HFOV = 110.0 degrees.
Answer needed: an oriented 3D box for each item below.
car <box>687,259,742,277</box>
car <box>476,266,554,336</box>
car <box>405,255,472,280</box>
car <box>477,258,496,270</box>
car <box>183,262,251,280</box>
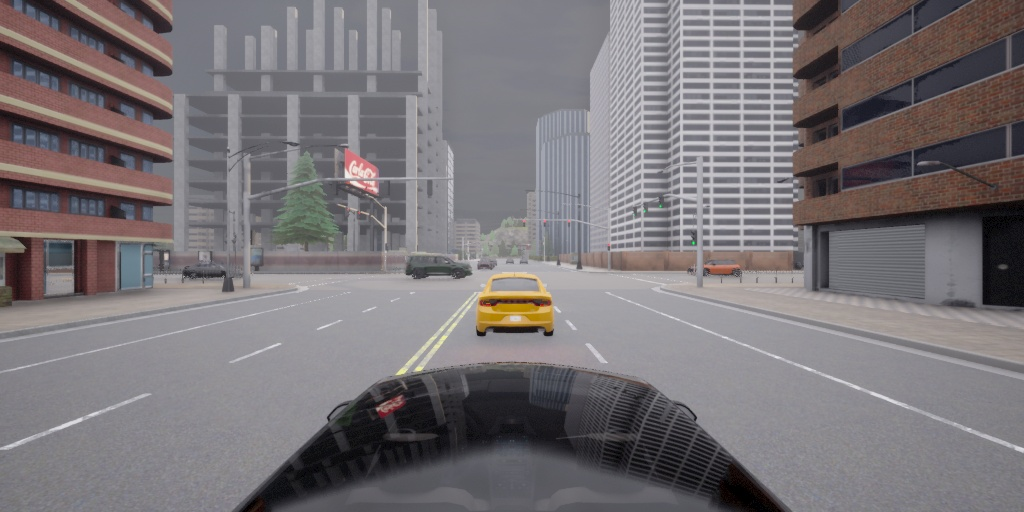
[{"bbox_3d":[19.310,1.102,34.413,4.553,1.767,2.097,0,0,-1],"label":"car"},{"bbox_3d":[0.061,1.228,10.389,1.882,1.535,5.008,0,0,0],"label":"car"},{"bbox_3d":[-6.189,0.970,30.428,5.566,2.045,2.150,0,0,-1],"label":"car"},{"bbox_3d":[-3.887,1.102,52.658,2.097,1.767,4.553,0,0,0],"label":"car"},{"bbox_3d":[-24.738,1.242,30.217,4.902,1.511,2.128,0,0,-1],"label":"car"}]
